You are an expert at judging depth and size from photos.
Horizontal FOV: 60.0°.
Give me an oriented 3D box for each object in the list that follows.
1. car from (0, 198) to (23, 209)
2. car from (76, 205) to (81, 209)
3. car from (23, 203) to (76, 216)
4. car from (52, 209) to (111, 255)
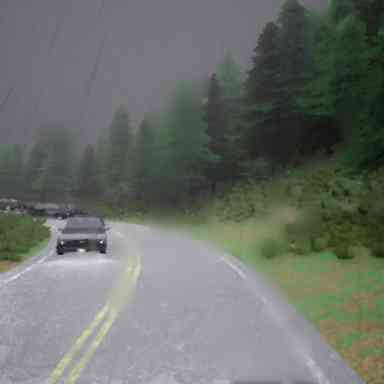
[{"bbox_3d":[-21.448,1.459,38.559,5.008,1.535,1.882,3,-4,23],"label":"car"},{"bbox_3d":[-12.364,1.875,32.904,4.718,1.301,1.895,1,-3,41],"label":"car"},{"bbox_3d":[-12.473,1.655,28.830,2.033,1.411,5.357,5,-3,-44],"label":"car"},{"bbox_3d":[-4.583,1.707,14.347,2.033,1.411,5.357,1,-1,-15],"label":"car"}]
